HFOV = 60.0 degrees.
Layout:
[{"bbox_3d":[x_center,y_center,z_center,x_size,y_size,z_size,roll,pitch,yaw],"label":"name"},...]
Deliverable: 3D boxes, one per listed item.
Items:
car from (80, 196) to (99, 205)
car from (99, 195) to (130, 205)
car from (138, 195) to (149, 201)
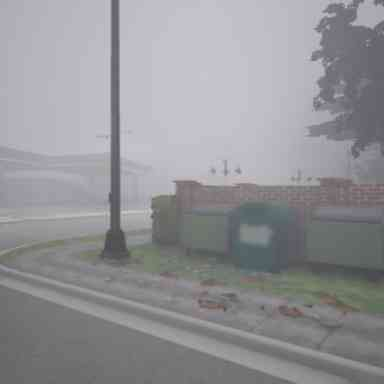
[{"bbox_3d":[-17.912,1.492,59.153,1.970,1.475,3.806,0,0,36],"label":"car"},{"bbox_3d":[-12.781,1.329,56.459,2.242,1.667,4.611,0,0,36],"label":"car"},{"bbox_3d":[-13.249,1.549,85.567,4.892,1.490,1.837,0,0,34],"label":"car"}]
